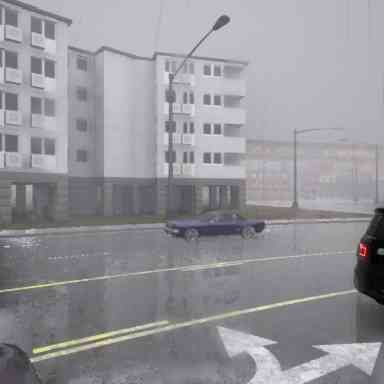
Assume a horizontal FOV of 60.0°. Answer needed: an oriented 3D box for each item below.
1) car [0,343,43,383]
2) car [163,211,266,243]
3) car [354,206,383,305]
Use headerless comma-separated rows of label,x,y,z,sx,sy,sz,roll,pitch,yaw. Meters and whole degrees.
car,-3.341,1.547,1.221,5.357,1.411,2.033,0,0,-37
car,1.060,1.601,15.959,4.718,1.301,1.895,0,0,-23
car,5.671,1.221,6.277,5.566,2.045,2.150,0,0,-23
